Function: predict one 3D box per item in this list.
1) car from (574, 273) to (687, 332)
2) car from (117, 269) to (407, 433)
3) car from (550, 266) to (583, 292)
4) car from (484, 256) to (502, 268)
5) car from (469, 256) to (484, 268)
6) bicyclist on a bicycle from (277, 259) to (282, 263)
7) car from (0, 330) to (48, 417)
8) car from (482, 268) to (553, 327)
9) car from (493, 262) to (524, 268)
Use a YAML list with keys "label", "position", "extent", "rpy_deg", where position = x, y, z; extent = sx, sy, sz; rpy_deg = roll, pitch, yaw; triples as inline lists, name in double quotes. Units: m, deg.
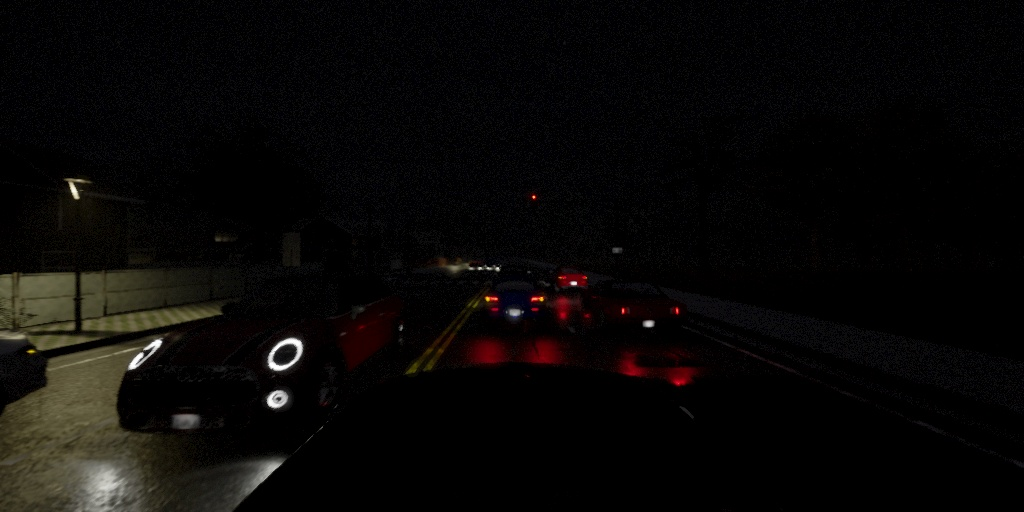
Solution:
- label: "car"
  position: [3.334, 1.361, 10.930]
  extent: [1.895, 1.301, 4.718]
  rpy_deg: [0, 0, 0]
- label: "car"
  position: [-3.345, 1.106, 5.926]
  extent: [2.097, 1.767, 4.553]
  rpy_deg: [0, 0, 0]
- label: "car"
  position: [3.314, 1.298, 21.375]
  extent: [1.812, 1.442, 4.674]
  rpy_deg: [0, 0, 0]
- label: "car"
  position: [-3.265, 1.015, 64.696]
  extent: [2.150, 2.045, 5.566]
  rpy_deg: [0, 0, 1]
- label: "car"
  position: [-6.518, 1.146, 64.838]
  extent: [2.097, 1.767, 4.553]
  rpy_deg: [0, 0, 1]
- label: "bicyclist on a bicycle"
  position: [-24.631, 1.126, 37.951]
  extent: [0.582, 1.620, 1.656]
  rpy_deg: [0, 0, 0]
- label: "car"
  position: [-6.599, 1.276, 2.415]
  extent: [1.812, 1.442, 4.674]
  rpy_deg: [0, 0, 0]
- label: "car"
  position: [0.085, 1.287, 11.481]
  extent: [1.812, 1.442, 4.674]
  rpy_deg: [0, 0, 0]
- label: "car"
  position: [0.062, 1.276, 21.046]
  extent: [1.837, 1.490, 4.892]
  rpy_deg: [0, 0, 0]
